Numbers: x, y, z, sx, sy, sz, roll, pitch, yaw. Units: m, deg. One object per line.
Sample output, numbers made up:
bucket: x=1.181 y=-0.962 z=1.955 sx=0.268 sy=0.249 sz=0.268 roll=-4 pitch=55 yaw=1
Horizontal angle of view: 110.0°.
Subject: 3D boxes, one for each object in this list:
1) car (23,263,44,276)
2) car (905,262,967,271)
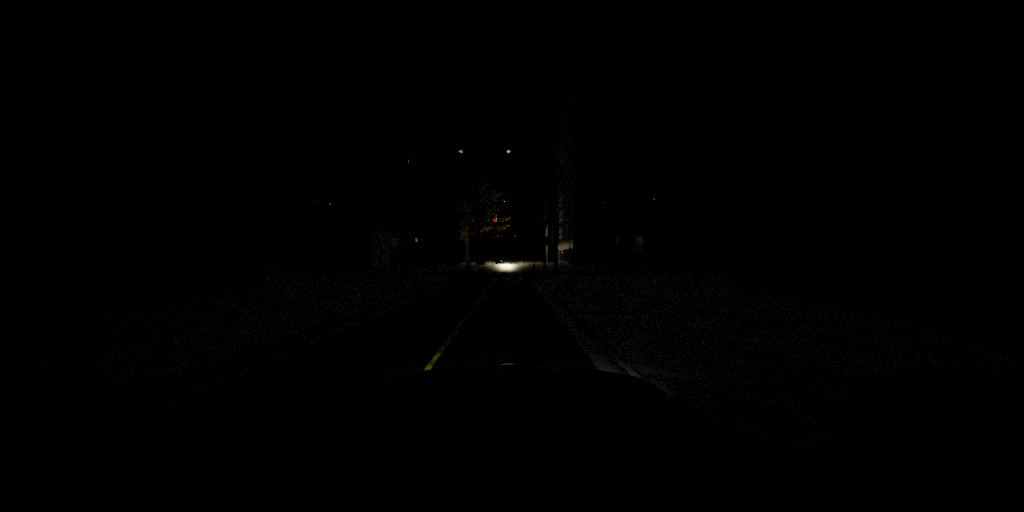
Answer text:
car: x=-48.330 y=1.397 z=36.022 sx=4.892 sy=1.490 sz=1.837 roll=-1 pitch=0 yaw=0
car: x=46.050 y=1.170 z=38.955 sx=5.357 sy=1.411 sz=2.033 roll=0 pitch=0 yaw=0
